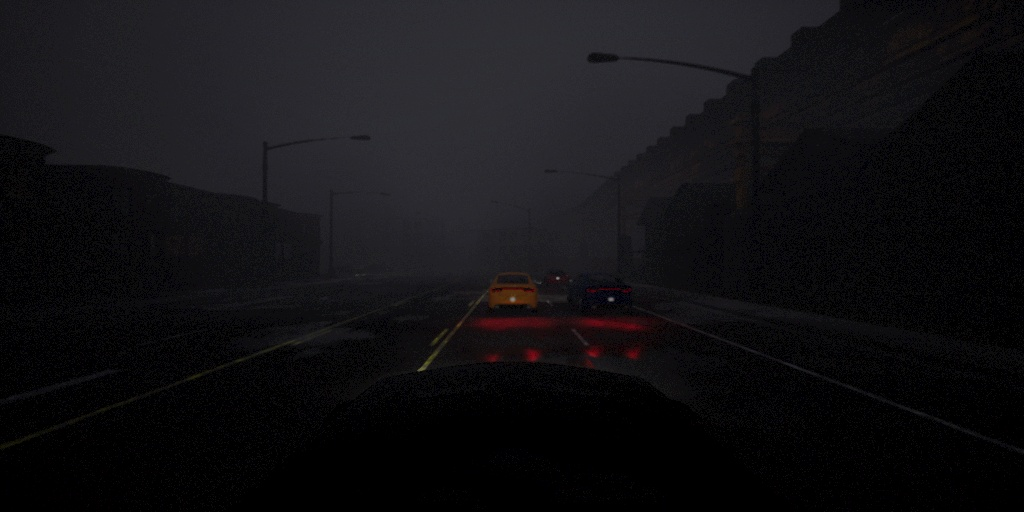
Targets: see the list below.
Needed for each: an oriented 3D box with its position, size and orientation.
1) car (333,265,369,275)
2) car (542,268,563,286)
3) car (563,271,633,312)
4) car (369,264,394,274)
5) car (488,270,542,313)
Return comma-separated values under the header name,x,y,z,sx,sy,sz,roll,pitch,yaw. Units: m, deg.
name,x,y,z,sx,sy,sz,roll,pitch,yaw
car,-24.422,2.020,53.318,5.357,1.411,2.033,0,-1,22
car,3.521,1.702,29.395,1.994,1.385,4.181,0,-1,0
car,3.552,1.417,15.244,1.882,1.535,5.008,0,-1,1
car,-20.411,1.977,55.258,5.008,1.535,1.882,-1,-1,27
car,0.051,1.416,15.196,1.882,1.535,5.008,0,-1,1
